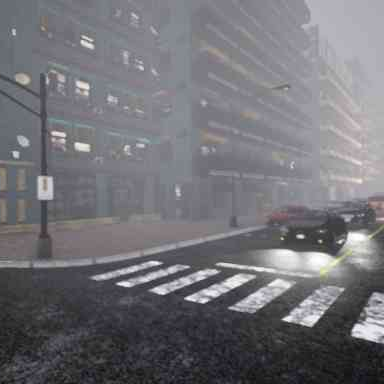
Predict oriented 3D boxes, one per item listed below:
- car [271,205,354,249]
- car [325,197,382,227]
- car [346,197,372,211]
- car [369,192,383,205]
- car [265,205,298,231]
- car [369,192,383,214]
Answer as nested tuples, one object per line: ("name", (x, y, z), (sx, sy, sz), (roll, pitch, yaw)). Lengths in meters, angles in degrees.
("car", (5.210, 1.460, 14.049), (1.994, 1.385, 4.181), (-1, 0, 36))
("car", (10.394, 1.318, 21.175), (2.128, 1.511, 4.902), (-1, 0, 36))
("car", (18.449, 1.307, 36.648), (1.947, 1.339, 4.313), (-1, 0, 36))
("car", (28.437, 0.927, 50.393), (2.192, 1.841, 5.009), (-1, 0, 36))
("car", (5.772, 1.454, 19.366), (1.887, 1.381, 4.507), (-1, 0, 36))
("car", (16.404, 1.099, 29.407), (2.097, 1.767, 4.553), (-1, 0, 37))
